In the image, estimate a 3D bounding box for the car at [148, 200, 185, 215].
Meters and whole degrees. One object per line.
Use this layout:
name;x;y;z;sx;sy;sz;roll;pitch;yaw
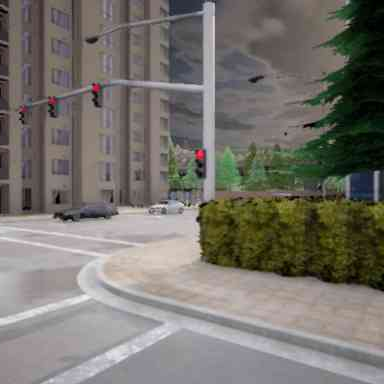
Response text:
car;-2.599;1.548;34.839;1.812;1.442;4.674;0;0;36

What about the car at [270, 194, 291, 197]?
car;11.461;1.237;41.921;2.150;2.045;5.566;0;0;36

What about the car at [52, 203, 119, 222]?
car;-8.412;1.570;26.879;2.033;1.411;5.357;0;0;36
